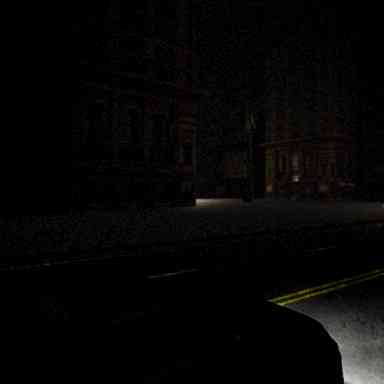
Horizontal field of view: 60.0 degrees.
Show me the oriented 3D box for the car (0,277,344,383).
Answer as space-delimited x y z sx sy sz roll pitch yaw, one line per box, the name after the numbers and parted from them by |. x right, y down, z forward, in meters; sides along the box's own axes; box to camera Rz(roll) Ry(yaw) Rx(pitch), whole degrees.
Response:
-0.436 1.565 3.128 4.181 1.385 1.994 0 0 -36 | car
